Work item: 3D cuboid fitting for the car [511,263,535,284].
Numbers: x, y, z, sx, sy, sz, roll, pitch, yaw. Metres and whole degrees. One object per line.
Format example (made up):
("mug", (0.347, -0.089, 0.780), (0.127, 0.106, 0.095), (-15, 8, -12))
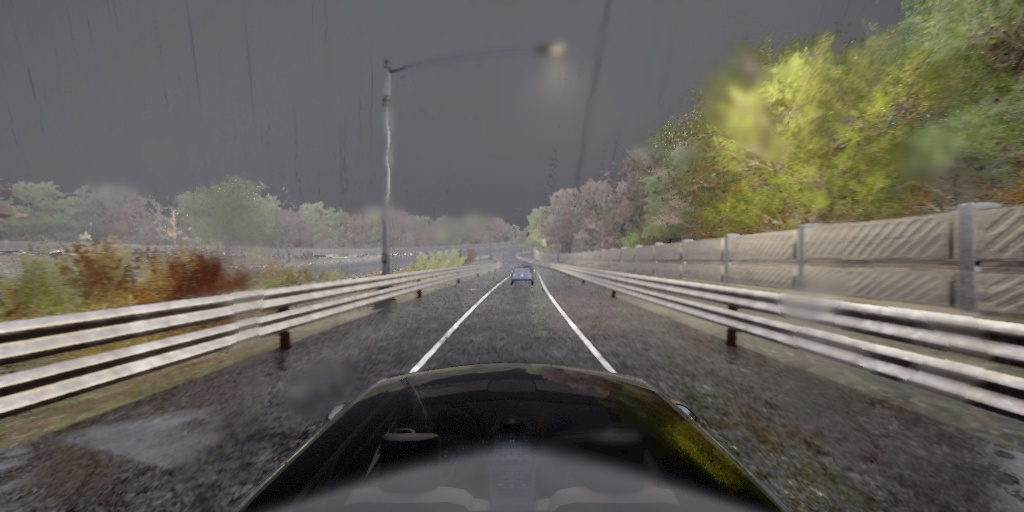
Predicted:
("car", (0.910, 1.579, 30.222), (2.033, 1.411, 5.357), (0, -1, 3))
